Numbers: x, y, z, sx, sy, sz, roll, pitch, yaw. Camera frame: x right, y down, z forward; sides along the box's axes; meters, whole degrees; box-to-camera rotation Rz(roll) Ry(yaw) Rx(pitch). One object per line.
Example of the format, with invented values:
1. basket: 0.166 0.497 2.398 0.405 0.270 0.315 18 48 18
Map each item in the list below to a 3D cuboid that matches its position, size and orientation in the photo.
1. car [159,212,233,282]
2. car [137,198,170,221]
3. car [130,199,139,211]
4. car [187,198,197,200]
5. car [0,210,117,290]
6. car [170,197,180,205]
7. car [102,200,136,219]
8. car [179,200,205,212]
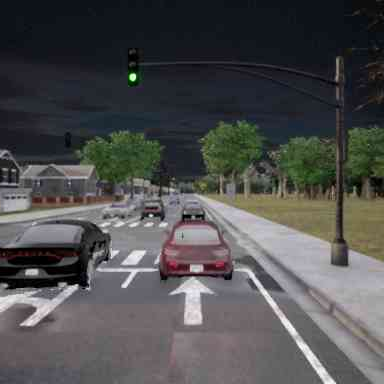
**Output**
1. car: 0.102 1.543 9.717 1.812 1.442 4.674 0 0 0
2. car: -3.141 1.547 27.982 1.837 1.490 4.892 0 0 0
3. car: -6.580 1.544 38.957 2.128 1.511 4.902 0 0 0
4. car: 0.019 1.674 61.643 1.895 1.301 4.718 0 0 0
5. car: -3.482 1.494 9.260 1.882 1.535 5.008 0 0 -5
6. car: -3.232 1.620 61.198 2.033 1.411 5.357 0 0 0
7. car: -6.589 1.645 29.683 1.895 1.301 4.718 0 0 0
8. car: 0.109 1.643 28.175 1.895 1.301 4.718 0 0 0
